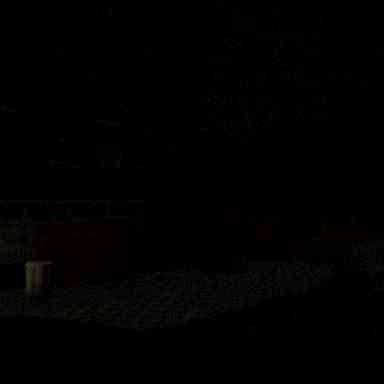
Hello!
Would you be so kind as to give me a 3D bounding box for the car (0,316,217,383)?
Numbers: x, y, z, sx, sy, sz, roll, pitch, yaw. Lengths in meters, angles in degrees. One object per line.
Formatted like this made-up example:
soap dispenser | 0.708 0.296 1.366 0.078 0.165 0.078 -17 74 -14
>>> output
car | -1.718 1.560 1.723 4.181 1.385 1.994 1 0 -35
